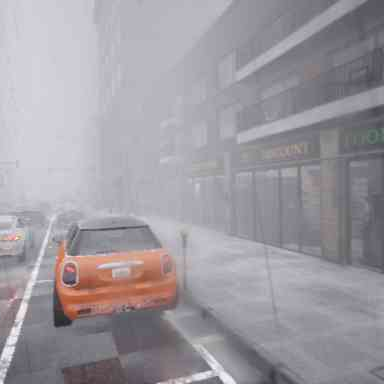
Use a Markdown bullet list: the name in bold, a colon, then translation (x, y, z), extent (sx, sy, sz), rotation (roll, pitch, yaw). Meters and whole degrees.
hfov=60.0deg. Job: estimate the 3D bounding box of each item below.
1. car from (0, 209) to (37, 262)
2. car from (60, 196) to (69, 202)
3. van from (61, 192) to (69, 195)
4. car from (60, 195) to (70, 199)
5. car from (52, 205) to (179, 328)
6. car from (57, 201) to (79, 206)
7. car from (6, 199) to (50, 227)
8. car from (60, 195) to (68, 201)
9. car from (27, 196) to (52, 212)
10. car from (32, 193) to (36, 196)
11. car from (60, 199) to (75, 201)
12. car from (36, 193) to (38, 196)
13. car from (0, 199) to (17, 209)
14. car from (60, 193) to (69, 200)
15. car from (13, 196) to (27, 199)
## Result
- **car**: translation (-6.660, 1.544, 11.578), extent (1.812, 1.442, 4.674), rotation (-1, 0, -21)
- **car**: translation (-27.901, 1.476, 72.844), extent (1.802, 1.307, 4.206), rotation (-1, 1, -21)
- **van**: translation (-23.767, 1.249, 62.261), extent (1.690, 1.788, 3.998), rotation (-1, 1, -21)
- **car**: translation (-11.888, 1.385, 31.902), extent (1.967, 1.590, 4.097), rotation (-1, 1, -21)
- **car**: translation (-1.916, 1.319, 7.367), extent (2.097, 1.767, 4.553), rotation (-1, 1, -21)
- **car**: translation (-7.865, 1.508, 21.623), extent (2.008, 1.369, 4.403), rotation (-1, 1, -21)
- **car**: translation (-10.921, 1.483, 22.472), extent (1.882, 1.535, 5.008), rotation (-1, 1, -21)
- **car**: translation (-32.041, 1.460, 83.427), extent (1.802, 1.307, 4.206), rotation (-1, 1, -21)
- **car**: translation (-16.171, 1.469, 35.614), extent (1.882, 1.535, 5.008), rotation (-1, 0, -21)
- **car**: translation (-39.450, 1.562, 80.339), extent (1.752, 1.417, 4.829), rotation (-1, 1, -21)
- **car**: translation (-9.875, 1.533, 26.763), extent (1.802, 1.307, 4.206), rotation (-1, 1, -21)
- **car**: translation (-41.581, 1.592, 85.789), extent (1.947, 1.339, 4.313), rotation (-1, 1, -21)
- **car**: translation (-16.653, 1.618, 29.087), extent (1.994, 1.385, 4.181), rotation (-1, 1, -21)
- **car**: translation (-34.115, 1.183, 88.716), extent (2.192, 1.841, 5.009), rotation (-1, 1, -21)
- **car**: translation (-31.232, 1.617, 59.332), extent (2.008, 1.369, 4.403), rotation (-1, 1, -21)
